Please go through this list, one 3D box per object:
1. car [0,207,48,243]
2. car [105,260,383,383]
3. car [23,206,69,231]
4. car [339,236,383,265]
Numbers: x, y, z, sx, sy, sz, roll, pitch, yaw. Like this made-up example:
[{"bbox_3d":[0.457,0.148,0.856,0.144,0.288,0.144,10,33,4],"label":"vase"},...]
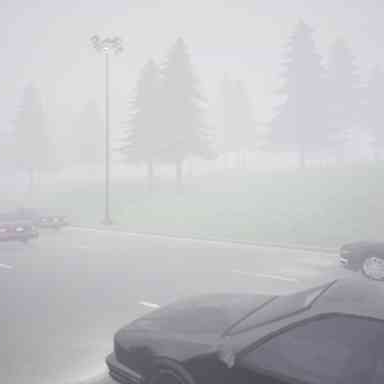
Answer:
[{"bbox_3d":[-8.929,1.539,14.706,5.357,1.411,2.033,0,0,35],"label":"car"},{"bbox_3d":[1.663,1.548,2.803,5.357,1.411,2.033,0,0,36],"label":"car"},{"bbox_3d":[-9.404,1.539,19.351,5.357,1.411,2.033,0,0,35],"label":"car"},{"bbox_3d":[6.267,1.510,8.133,4.892,1.490,1.837,0,0,35],"label":"car"}]
